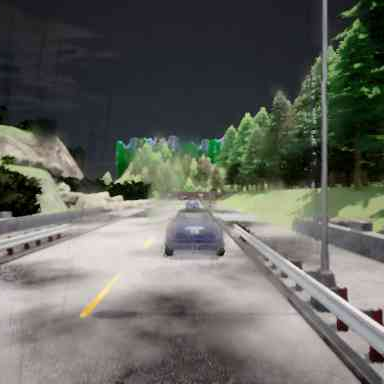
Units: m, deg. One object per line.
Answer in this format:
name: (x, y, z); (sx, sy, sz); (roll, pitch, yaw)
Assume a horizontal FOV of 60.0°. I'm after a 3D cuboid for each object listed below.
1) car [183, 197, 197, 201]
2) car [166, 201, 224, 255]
car: (0.077, 1.840, 46.334); (2.033, 1.411, 5.357); (0, 0, 0)
car: (0.095, 1.439, 13.833); (2.097, 1.767, 4.553); (0, 0, 0)
